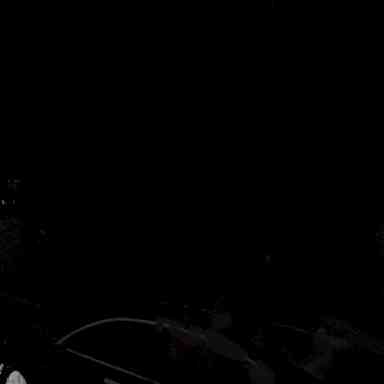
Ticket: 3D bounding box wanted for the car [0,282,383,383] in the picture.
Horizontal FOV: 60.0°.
[{"bbox_3d":[-0.080,1.562,3.020,4.403,1.369,2.008,0,0,36],"label":"car"}]
